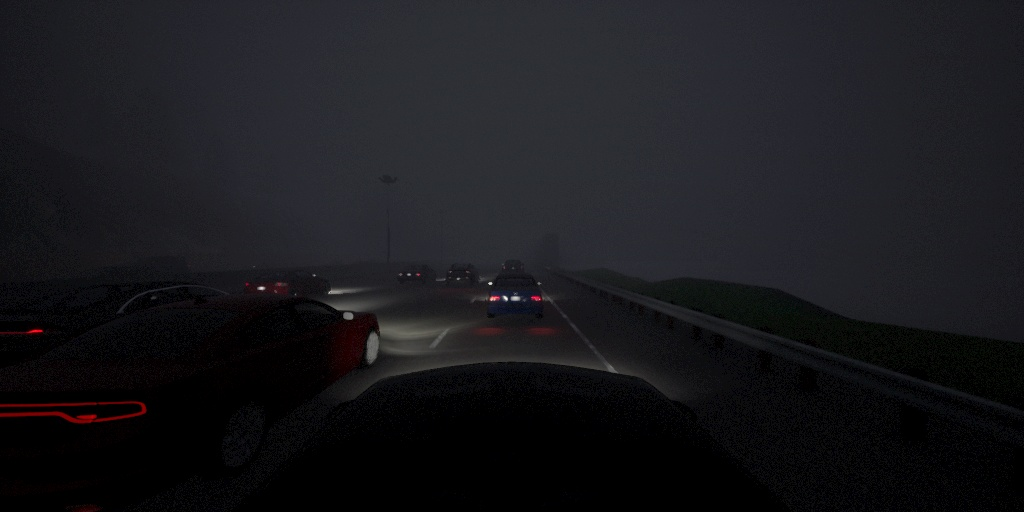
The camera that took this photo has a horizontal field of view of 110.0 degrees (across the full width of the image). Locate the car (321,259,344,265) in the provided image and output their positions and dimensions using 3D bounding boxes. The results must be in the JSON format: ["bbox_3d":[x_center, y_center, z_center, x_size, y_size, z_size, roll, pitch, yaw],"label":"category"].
[{"bbox_3d":[-28.011,1.276,56.176,1.812,1.442,4.674,0,0,0],"label":"car"}]

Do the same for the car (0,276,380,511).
[{"bbox_3d":[-3.400,1.228,4.742,1.882,1.535,5.008,0,0,0],"label":"car"}]

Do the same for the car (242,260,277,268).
[{"bbox_3d":[-31.558,1.276,45.006,1.812,1.442,4.674,0,0,0],"label":"car"}]

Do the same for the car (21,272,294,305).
[{"bbox_3d":[-6.899,1.241,7.054,2.128,1.511,4.902,0,0,0],"label":"car"}]

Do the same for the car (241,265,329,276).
[{"bbox_3d":[-10.398,1.314,16.887,1.994,1.385,4.181,0,0,0],"label":"car"}]

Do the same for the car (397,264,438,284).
[{"bbox_3d":[-6.897,1.298,26.528,2.033,1.411,5.357,0,0,0],"label":"car"}]

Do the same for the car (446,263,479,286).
[{"bbox_3d":[-3.397,1.242,25.127,2.128,1.511,4.902,0,0,0],"label":"car"}]

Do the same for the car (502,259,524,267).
[{"bbox_3d":[0.104,1.102,34.158,2.097,1.767,4.553,0,0,0],"label":"car"}]

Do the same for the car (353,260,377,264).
[{"bbox_3d":[-21.065,1.314,50.044,1.994,1.385,4.181,0,0,0],"label":"car"}]

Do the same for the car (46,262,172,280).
[{"bbox_3d":[-24.598,1.297,22.035,2.033,1.411,5.357,0,0,0],"label":"car"}]

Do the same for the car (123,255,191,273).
[{"bbox_3d":[-28.095,0.969,27.784,2.150,2.045,5.566,0,0,0],"label":"car"}]

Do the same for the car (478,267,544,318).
[{"bbox_3d":[0.103,1.298,13.021,2.033,1.411,5.357,0,0,0],"label":"car"}]
